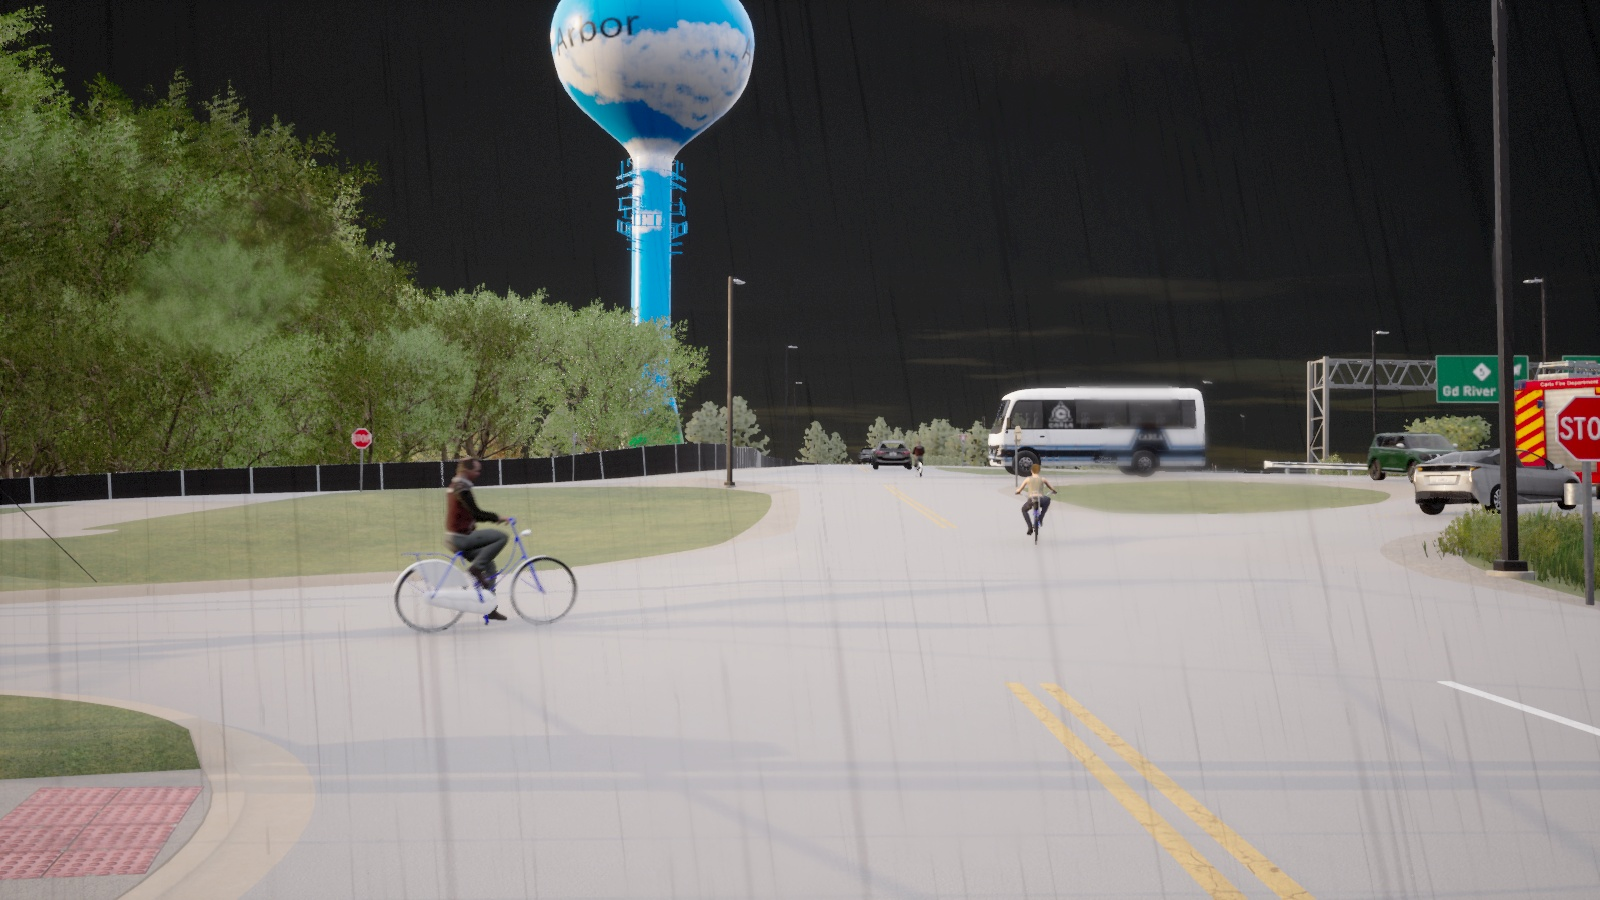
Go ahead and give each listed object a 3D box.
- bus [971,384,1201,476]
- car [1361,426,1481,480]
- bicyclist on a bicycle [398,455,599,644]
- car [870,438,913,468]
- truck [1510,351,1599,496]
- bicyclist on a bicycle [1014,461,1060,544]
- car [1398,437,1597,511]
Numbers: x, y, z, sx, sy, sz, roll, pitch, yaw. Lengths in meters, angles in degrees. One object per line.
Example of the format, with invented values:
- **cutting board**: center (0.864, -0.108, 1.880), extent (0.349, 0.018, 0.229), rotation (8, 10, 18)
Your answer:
- **bus**: center (13.733, -0.961, 61.020), extent (10.273, 4.253, 3.944), rotation (0, 1, 1)
- **car**: center (25.286, 0.094, 51.385), extent (2.150, 2.045, 5.566), rotation (-1, 0, 0)
- **bicyclist on a bicycle**: center (-3.071, 0.977, 12.813), extent (1.843, 1.776, 0.659), rotation (-1, -2, -25)
- **car**: center (5.304, 0.151, 73.043), extent (2.242, 1.667, 4.611), rotation (0, 0, 1)
- **truck**: center (23.901, -0.756, 36.624), extent (8.468, 3.827, 2.891), rotation (-1, -1, -42)
- **bicyclist on a bicycle**: center (4.824, 1.049, 25.559), extent (0.866, 1.612, 1.509), rotation (-1, 0, 11)
- **car**: center (16.541, 0.550, 29.741), extent (4.514, 1.525, 2.007), rotation (-2, -1, -30)
